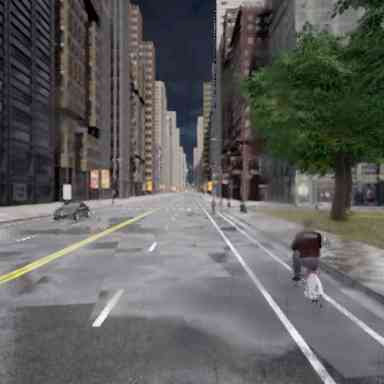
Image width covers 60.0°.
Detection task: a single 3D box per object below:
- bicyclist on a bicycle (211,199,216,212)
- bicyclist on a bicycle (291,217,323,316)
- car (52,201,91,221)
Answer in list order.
[{"bbox_3d":[2.273,1.536,35.135,0.582,1.620,1.656,0,-1,0],"label":"bicyclist on a bicycle"},{"bbox_3d":[2.245,1.380,6.673,0.659,1.776,1.843,0,0,0],"label":"bicyclist on a bicycle"},{"bbox_3d":[-9.830,1.565,27.532,1.837,1.490,4.892,0,-1,0],"label":"car"}]
